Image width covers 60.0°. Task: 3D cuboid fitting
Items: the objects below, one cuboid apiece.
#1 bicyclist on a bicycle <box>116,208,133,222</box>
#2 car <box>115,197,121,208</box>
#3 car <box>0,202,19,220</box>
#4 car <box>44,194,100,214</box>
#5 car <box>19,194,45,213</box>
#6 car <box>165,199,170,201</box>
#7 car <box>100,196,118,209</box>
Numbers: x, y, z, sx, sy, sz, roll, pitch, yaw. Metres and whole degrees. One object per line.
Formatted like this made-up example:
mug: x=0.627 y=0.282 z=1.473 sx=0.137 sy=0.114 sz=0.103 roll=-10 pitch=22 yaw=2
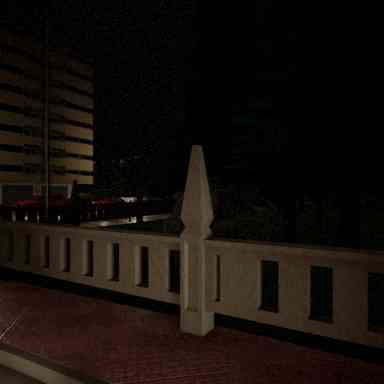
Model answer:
bicyclist on a bicycle: x=-4.880 y=1.356 z=24.007 sx=1.656 sy=1.620 sz=0.582 roll=0 pitch=0 yaw=29
car: x=-7.161 y=1.656 z=42.544 sx=1.895 sy=1.301 sz=4.718 roll=0 pitch=0 yaw=29
car: x=-16.529 y=1.547 z=25.641 sx=2.128 sy=1.511 sz=4.902 roll=0 pitch=0 yaw=29
car: x=-12.071 y=1.407 z=33.699 sx=2.097 sy=1.767 sz=4.553 roll=0 pitch=0 yaw=29
car: x=-15.532 y=1.277 z=34.668 sx=2.150 sy=2.045 sz=5.566 roll=0 pitch=0 yaw=29
car: x=-5.240 y=1.546 z=53.135 sx=2.128 sy=1.511 sz=4.902 roll=0 pitch=0 yaw=29
car: x=-10.789 y=1.408 z=43.216 sx=2.097 sy=1.767 sz=4.553 roll=0 pitch=0 yaw=29
